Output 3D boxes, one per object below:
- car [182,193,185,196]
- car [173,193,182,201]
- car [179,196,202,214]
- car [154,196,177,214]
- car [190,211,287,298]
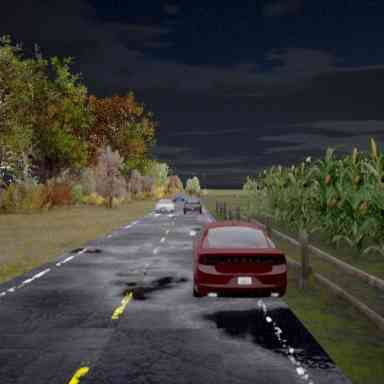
[{"bbox_3d":[0.060,1.329,46.034,2.097,1.767,4.553,0,0,1],"label":"car"},{"bbox_3d":[-2.742,1.190,71.943,2.150,2.045,5.566,0,0,0],"label":"car"},{"bbox_3d":[0.074,1.473,35.243,2.128,1.511,4.902,0,0,0],"label":"car"},{"bbox_3d":[-2.845,1.507,35.236,1.812,1.442,4.674,0,0,0],"label":"car"},{"bbox_3d":[0.964,1.472,8.554,1.882,1.535,5.008,0,0,0],"label":"car"}]
